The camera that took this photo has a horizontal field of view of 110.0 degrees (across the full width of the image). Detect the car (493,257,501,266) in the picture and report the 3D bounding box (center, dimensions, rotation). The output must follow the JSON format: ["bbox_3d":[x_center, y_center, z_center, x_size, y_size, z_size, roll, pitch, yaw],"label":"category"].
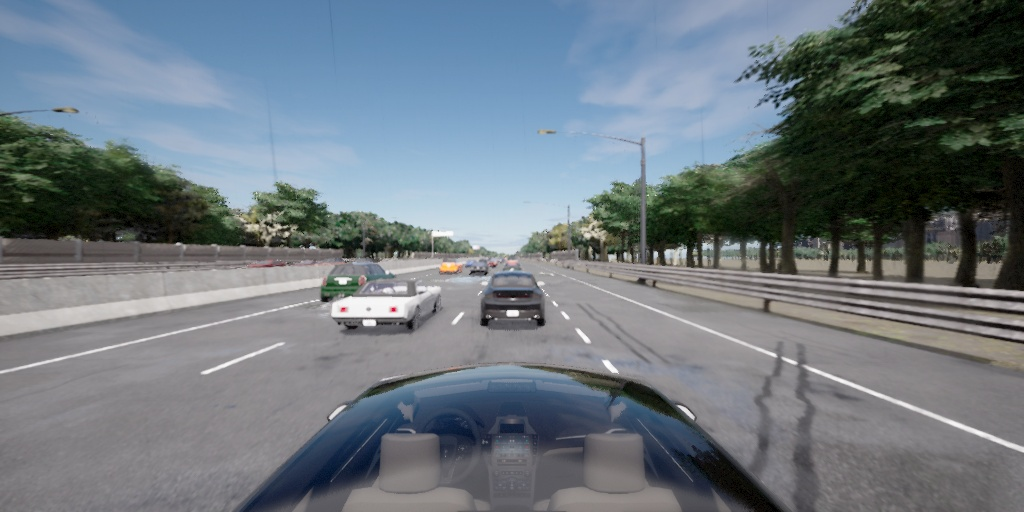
[{"bbox_3d":[-3.468,1.354,62.786,1.895,1.301,4.718,0,0,0],"label":"car"}]

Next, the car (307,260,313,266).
[{"bbox_3d":[-21.030,1.084,41.426,2.097,1.767,4.553,0,0,0],"label":"car"}]

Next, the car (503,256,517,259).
[{"bbox_3d":[0.033,1.106,62.714,2.097,1.767,4.553,0,0,0],"label":"car"}]

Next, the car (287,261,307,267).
[{"bbox_3d":[-24.513,1.258,43.237,1.812,1.442,4.674,0,0,0],"label":"car"}]

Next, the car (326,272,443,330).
[{"bbox_3d":[-3.471,1.341,10.985,1.895,1.301,4.718,0,0,0],"label":"car"}]

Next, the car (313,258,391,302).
[{"bbox_3d":[-6.963,1.087,16.888,2.097,1.767,4.553,0,0,0],"label":"car"}]

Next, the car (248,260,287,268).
[{"bbox_3d":[-28.024,1.207,41.232,1.882,1.535,5.008,0,0,0],"label":"car"}]

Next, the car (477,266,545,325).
[{"bbox_3d":[0.029,1.247,11.798,1.837,1.490,4.892,0,0,0],"label":"car"}]

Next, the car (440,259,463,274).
[{"bbox_3d":[-6.958,1.088,41.523,2.097,1.767,4.553,0,0,0],"label":"car"}]

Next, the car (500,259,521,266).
[{"bbox_3d":[0.042,1.301,38.126,1.994,1.385,4.181,0,0,0],"label":"car"}]

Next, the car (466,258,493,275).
[{"bbox_3d":[-3.460,1.284,38.995,2.033,1.411,5.357,0,0,0],"label":"car"}]
